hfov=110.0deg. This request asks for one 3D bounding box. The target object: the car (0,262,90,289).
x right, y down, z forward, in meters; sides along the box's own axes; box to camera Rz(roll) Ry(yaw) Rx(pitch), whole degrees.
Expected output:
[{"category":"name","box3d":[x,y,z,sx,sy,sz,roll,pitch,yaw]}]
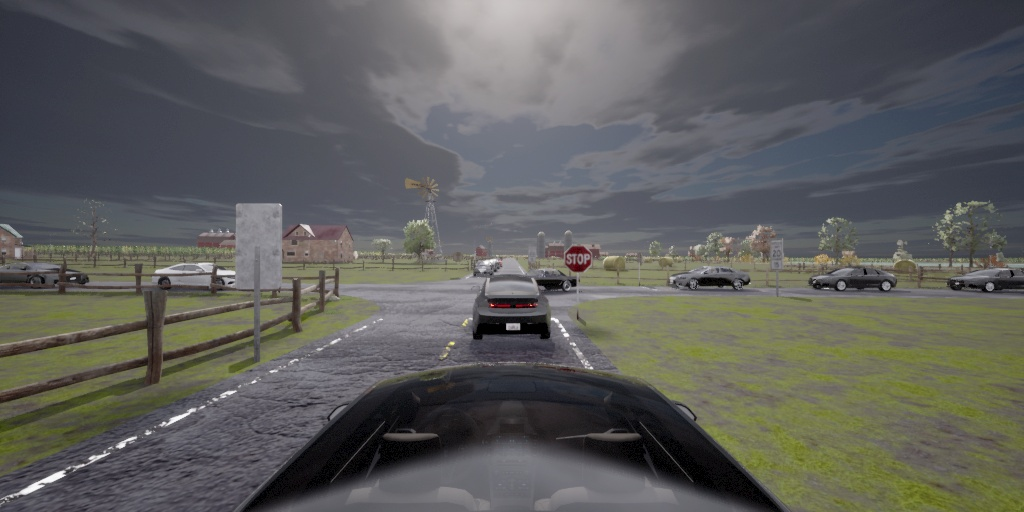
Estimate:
[{"category":"car","box3d":[-26.364,1.048,19.872,4.181,1.385,1.994,1,-1,-1]}]

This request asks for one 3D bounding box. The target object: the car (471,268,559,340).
[{"category":"car","box3d":[-0.074,1.256,10.038,1.837,1.490,4.892,0,0,-2]}]

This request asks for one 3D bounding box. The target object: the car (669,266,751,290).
[{"category":"car","box3d":[12.797,1.396,23.313,4.902,1.511,2.128,1,-1,-2]}]

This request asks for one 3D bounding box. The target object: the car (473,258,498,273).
[{"category":"car","box3d":[-2.861,1.243,36.725,2.128,1.511,4.902,0,0,0]}]

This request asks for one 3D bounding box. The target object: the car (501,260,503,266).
[{"category":"car","box3d":[-2.823,1.240,55.712,2.128,1.511,4.902,0,0,0]}]

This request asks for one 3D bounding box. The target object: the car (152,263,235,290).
[{"category":"car","box3d":[-17.244,1.104,19.994,4.674,1.442,1.812,1,-1,-1]}]

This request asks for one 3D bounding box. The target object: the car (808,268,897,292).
[{"category":"car","box3d":[22.199,1.499,23.485,4.892,1.490,1.837,1,-1,-1]}]

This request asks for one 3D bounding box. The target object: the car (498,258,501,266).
[{"category":"car","box3d":[-2.854,1.241,46.170,2.128,1.511,4.902,0,0,0]}]

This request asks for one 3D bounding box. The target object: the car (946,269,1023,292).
[{"category":"car","box3d":[31.702,1.586,23.606,4.892,1.490,1.837,1,-1,-1]}]

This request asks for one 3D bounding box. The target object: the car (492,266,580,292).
[{"category":"car","box3d":[1.499,1.369,20.084,4.718,1.301,1.895,1,0,-35]}]
